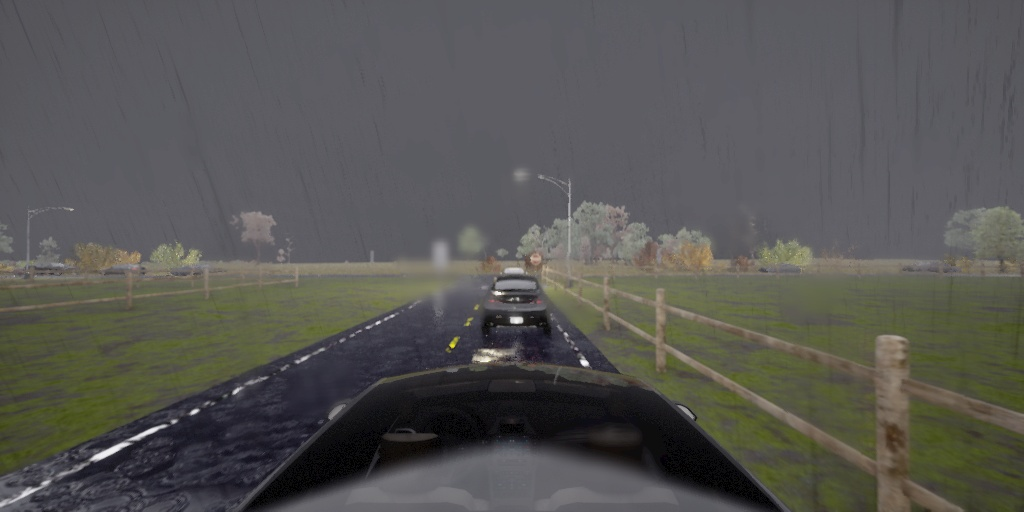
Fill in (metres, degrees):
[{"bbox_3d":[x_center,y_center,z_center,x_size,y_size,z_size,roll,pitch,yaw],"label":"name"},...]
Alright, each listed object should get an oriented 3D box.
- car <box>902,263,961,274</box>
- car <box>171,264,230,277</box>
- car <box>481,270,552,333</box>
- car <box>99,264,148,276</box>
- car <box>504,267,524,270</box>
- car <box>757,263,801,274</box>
[{"bbox_3d":[49.236,1.527,42.182,5.357,1.411,2.033,0,0,1],"label":"car"},{"bbox_3d":[-34.844,1.639,40.157,5.357,1.411,2.033,0,0,1],"label":"car"},{"bbox_3d":[0.114,1.313,10.950,1.837,1.490,4.892,0,-1,0],"label":"car"},{"bbox_3d":[-46.682,1.671,43.166,4.674,1.442,1.812,0,0,1],"label":"car"},{"bbox_3d":[0.141,1.448,25.175,2.033,1.411,5.357,0,0,0],"label":"car"},{"bbox_3d":[31.568,1.504,42.446,4.181,1.385,1.994,0,0,1],"label":"car"}]
